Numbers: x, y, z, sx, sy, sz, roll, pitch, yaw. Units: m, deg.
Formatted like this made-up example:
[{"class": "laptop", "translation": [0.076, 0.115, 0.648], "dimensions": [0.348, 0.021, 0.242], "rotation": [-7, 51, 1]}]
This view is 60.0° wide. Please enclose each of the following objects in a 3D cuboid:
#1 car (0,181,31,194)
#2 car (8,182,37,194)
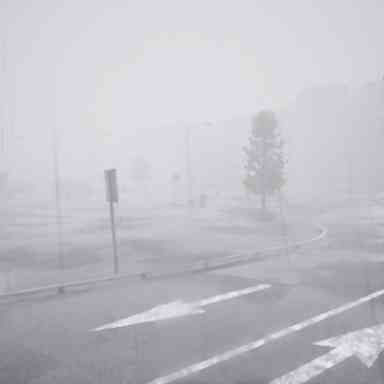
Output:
[{"class": "car", "translation": [-26.675, -0.746, 49.245], "dimensions": [2.231, 1.521, 4.892], "rotation": [1, 6, 17]}, {"class": "car", "translation": [-24.317, -0.580, 47.452], "dimensions": [2.163, 1.488, 4.792], "rotation": [1, 6, 17]}]
